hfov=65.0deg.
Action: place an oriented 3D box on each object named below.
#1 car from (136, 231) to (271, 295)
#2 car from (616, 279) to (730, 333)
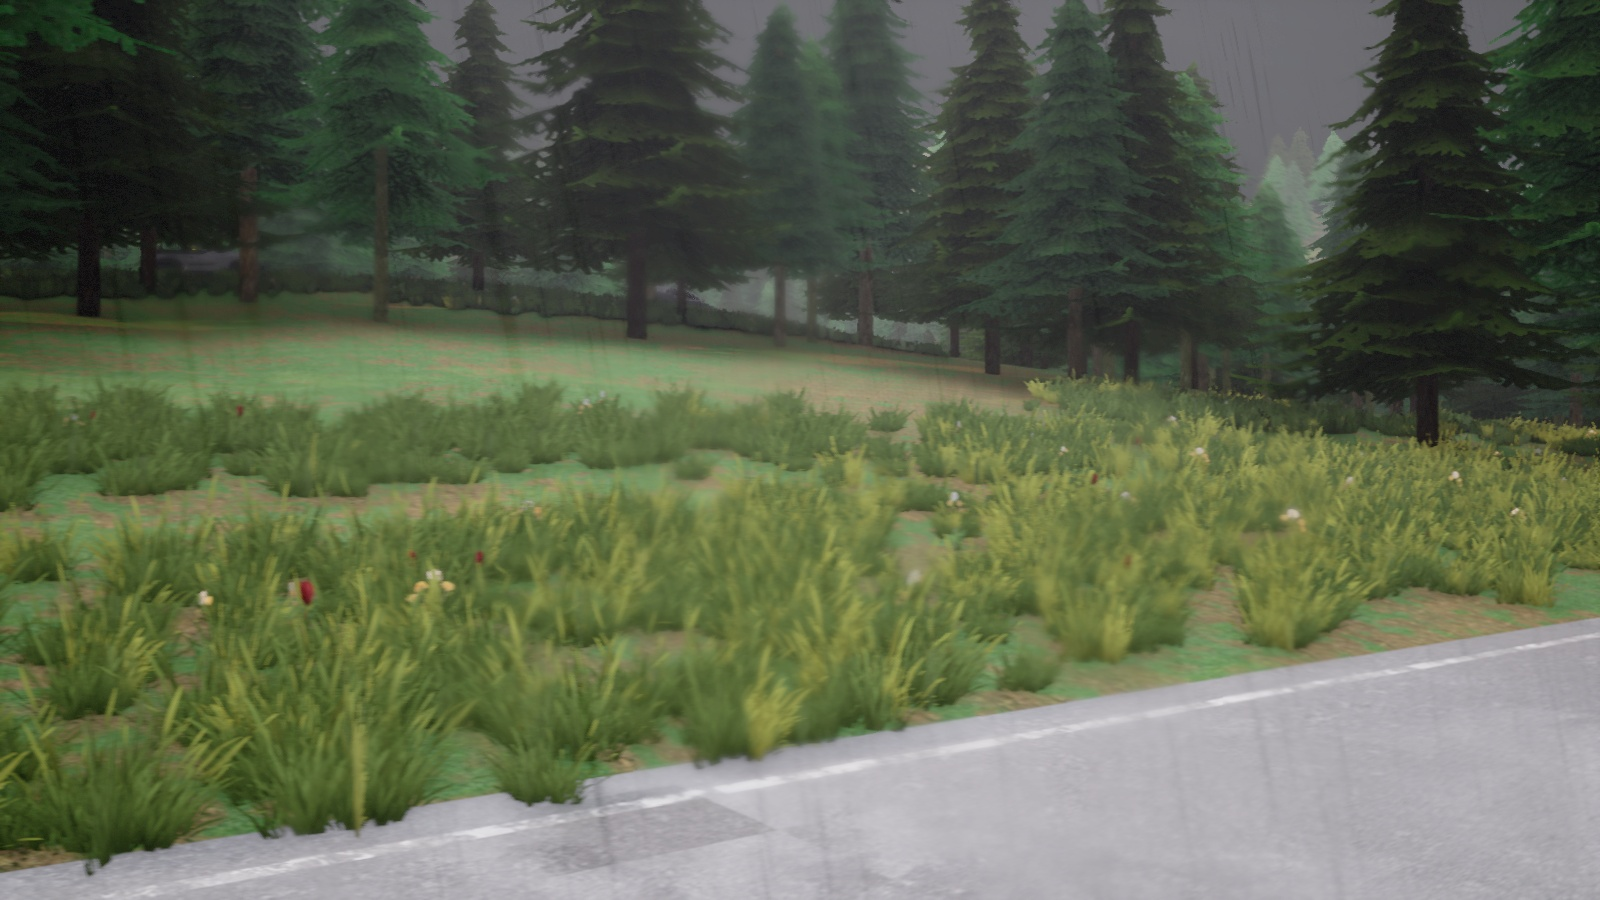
[{"bbox_3d":[-20.250,-6.361,42.813,3.866,1.878,1.905,-3,1,-19],"label":"car"},{"bbox_3d":[-5.351,-6.089,53.611,1.837,1.490,4.892,0,-3,40],"label":"car"}]
